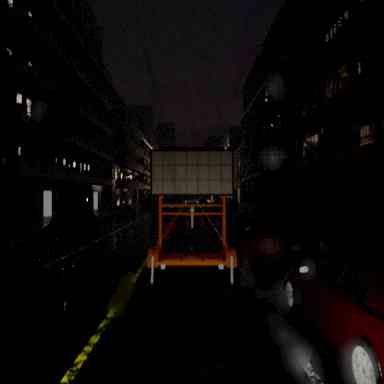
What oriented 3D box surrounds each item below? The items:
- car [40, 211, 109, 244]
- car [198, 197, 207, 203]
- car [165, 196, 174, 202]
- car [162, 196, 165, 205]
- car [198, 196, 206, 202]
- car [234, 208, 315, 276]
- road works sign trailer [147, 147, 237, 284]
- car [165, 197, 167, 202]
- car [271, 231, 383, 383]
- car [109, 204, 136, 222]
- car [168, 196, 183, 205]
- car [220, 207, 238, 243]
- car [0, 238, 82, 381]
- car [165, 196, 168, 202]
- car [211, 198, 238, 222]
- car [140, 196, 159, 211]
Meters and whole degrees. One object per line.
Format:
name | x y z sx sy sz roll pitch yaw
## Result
car | -5.702 1.637 16.150 1.947 1.339 4.313 0 0 0
car | 2.626 1.846 78.325 1.752 1.417 4.829 0 0 0
car | -5.759 1.782 83.788 1.967 1.590 4.097 0 0 0
car | -5.730 1.524 49.971 2.192 1.841 5.009 0 0 0
car | 2.617 1.908 89.427 1.887 1.381 4.507 0 0 0
car | 2.683 1.487 10.519 1.967 1.590 4.097 0 0 0
road works sign trailer | 0.007 0.507 9.670 2.380 3.560 2.880 0 0 0
car | -5.736 1.814 55.606 1.802 1.307 4.206 0 0 0
car | 2.688 1.567 4.882 1.887 1.381 4.507 0 0 0
car | -5.712 1.643 27.254 1.752 1.417 4.829 0 0 0
car | -3.055 1.496 66.291 2.150 2.045 5.566 0 0 0
car | 2.679 1.621 16.154 2.008 1.369 4.403 0 0 0
car | -3.103 1.583 4.116 1.994 1.385 4.181 0 0 0
car | -5.753 1.635 78.153 2.192 1.841 5.009 0 0 0
car | 2.670 1.433 27.428 2.192 1.841 5.009 0 0 0
car | -5.726 1.627 44.334 1.967 1.590 4.097 0 0 0
